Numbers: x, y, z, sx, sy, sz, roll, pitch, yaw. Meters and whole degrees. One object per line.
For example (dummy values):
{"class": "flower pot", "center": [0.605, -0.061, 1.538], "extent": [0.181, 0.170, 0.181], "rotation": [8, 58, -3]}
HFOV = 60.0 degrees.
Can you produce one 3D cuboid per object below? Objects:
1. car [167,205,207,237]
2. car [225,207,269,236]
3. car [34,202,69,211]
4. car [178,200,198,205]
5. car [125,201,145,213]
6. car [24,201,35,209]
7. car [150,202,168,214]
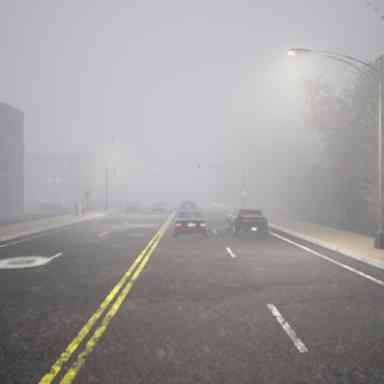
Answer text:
{"class": "car", "center": [-0.118, 1.700, 18.912], "extent": [2.033, 1.411, 5.357], "rotation": [0, 0, -1]}
{"class": "car", "center": [3.123, 1.660, 19.344], "extent": [1.837, 1.490, 4.892], "rotation": [0, -1, -1]}
{"class": "car", "center": [-20.672, 2.224, 49.852], "extent": [4.313, 1.339, 1.947], "rotation": [-1, 1, -1]}
{"class": "car", "center": [-0.392, 1.641, 35.870], "extent": [2.097, 1.767, 4.553], "rotation": [0, 0, -1]}
{"class": "car", "center": [-7.089, 1.888, 41.984], "extent": [2.033, 1.411, 5.357], "rotation": [0, 0, -1]}
{"class": "car", "center": [-29.140, 2.290, 58.229], "extent": [4.403, 1.369, 2.008], "rotation": [-1, 1, -1]}
{"class": "car", "center": [-3.821, 1.868, 39.686], "extent": [2.033, 1.411, 5.357], "rotation": [0, 0, 0]}
